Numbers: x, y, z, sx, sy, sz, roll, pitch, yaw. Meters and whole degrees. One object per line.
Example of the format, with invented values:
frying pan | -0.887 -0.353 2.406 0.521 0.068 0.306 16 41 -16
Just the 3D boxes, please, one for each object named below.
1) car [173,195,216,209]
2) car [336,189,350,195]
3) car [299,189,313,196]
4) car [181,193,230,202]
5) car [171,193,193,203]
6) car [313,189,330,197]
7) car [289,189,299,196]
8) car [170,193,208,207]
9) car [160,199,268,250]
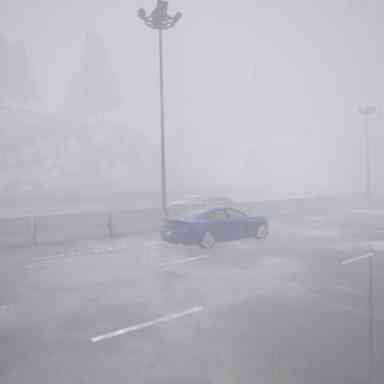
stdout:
car | 0.330 1.103 36.785 1.895 1.301 4.718 0 1 45
car | 27.817 0.122 61.218 1.812 1.442 4.674 -1 1 30
car | 24.244 0.041 69.286 1.882 1.535 5.008 -1 1 29
car | 1.701 1.091 28.388 4.892 1.490 1.837 -2 1 -44
car | 0.122 1.052 31.711 5.008 1.535 1.882 -2 1 -44
car | 25.279 0.135 63.833 2.128 1.511 4.902 -1 1 29
car | 23.172 0.031 74.978 2.128 1.511 4.902 -1 1 27
car | -0.315 0.962 41.163 1.837 1.490 4.892 0 1 43
car | 1.052 1.278 13.442 5.008 1.535 1.882 -2 1 -40
